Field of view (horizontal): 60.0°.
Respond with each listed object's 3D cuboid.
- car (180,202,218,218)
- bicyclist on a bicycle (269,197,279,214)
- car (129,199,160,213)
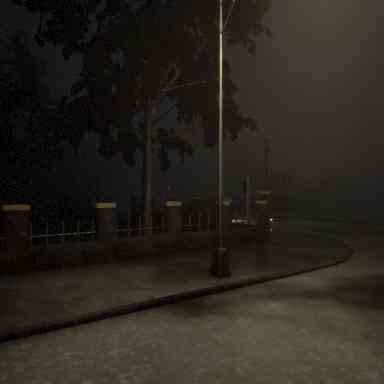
[{"bbox_3d":[0.656,1.564,28.347,1.994,1.385,4.181,0,0,-35],"label":"car"},{"bbox_3d":[7.994,1.349,32.513,1.656,1.620,0.582,0,0,-36],"label":"bicyclist on a bicycle"},{"bbox_3d":[-5.281,1.491,36.705,2.128,1.511,4.902,0,0,-35],"label":"car"}]
